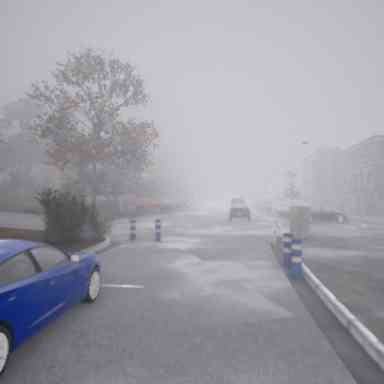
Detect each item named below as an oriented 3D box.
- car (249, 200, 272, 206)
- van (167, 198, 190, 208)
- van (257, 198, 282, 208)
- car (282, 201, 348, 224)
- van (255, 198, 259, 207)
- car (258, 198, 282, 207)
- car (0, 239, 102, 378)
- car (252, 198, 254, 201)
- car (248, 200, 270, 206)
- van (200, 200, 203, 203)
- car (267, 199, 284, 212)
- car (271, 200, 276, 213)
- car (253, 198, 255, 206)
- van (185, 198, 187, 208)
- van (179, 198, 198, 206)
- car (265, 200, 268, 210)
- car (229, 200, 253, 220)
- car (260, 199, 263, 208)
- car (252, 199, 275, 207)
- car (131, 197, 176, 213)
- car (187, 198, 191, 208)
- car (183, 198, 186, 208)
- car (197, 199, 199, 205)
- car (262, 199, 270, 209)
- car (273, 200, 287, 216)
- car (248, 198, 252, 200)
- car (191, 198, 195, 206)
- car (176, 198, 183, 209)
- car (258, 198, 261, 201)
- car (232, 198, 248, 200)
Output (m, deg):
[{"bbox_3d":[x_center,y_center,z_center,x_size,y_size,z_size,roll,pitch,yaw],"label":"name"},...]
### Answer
[{"bbox_3d":[17.747,2.803,85.888,5.366,1.575,1.946,1,-1,-13],"label":"car"},{"bbox_3d":[-2.706,2.144,67.648,4.442,1.987,1.878,0,-1,-13],"label":"van"},{"bbox_3d":[15.201,2.183,65.499,4.442,1.987,1.878,1,-1,-13],"label":"van"},{"bbox_3d":[10.474,1.794,27.614,4.892,1.521,2.231,1,-1,-13],"label":"car"},{"bbox_3d":[14.268,2.075,59.614,4.442,1.987,1.878,1,-1,-13],"label":"van"},{"bbox_3d":[13.319,2.162,50.906,4.892,1.521,2.231,1,-1,-13],"label":"car"},{"bbox_3d":[-3.075,1.493,5.351,2.097,1.535,5.008,0,0,6],"label":"car"},{"bbox_3d":[15.411,2.331,68.374,4.553,1.767,2.185,1,-1,-13],"label":"car"},{"bbox_3d":[18.456,2.925,91.704,5.366,1.575,1.946,1,-1,-13],"label":"car"},{"bbox_3d":[-0.345,2.481,85.241,4.442,1.987,1.878,0,-2,-13],"label":"van"},{"bbox_3d":[12.073,1.977,39.305,5.366,1.575,1.946,1,-1,-13],"label":"car"},{"bbox_3d":[11.542,1.971,36.344,4.674,1.452,2.002,1,-1,-13],"label":"car"},{"bbox_3d":[14.724,2.354,62.554,5.008,1.535,2.097,1,-1,-13],"label":"car"},{"bbox_3d":[-3.771,1.992,58.878,4.442,1.987,1.878,0,-1,-13],"label":"van"},{"bbox_3d":[-0.927,2.423,82.257,4.442,1.987,1.878,0,-1,-13],"label":"van"},{"bbox_3d":[12.251,2.063,42.168,4.674,1.452,2.002,1,-1,-13],"label":"car"},{"bbox_3d":[4.487,1.810,31.378,1.882,1.535,5.008,0,-1,8],"label":"car"},{"bbox_3d":[12.929,2.144,47.985,4.792,1.488,2.163,1,-1,-13],"label":"car"},{"bbox_3d":[16.538,2.499,77.111,4.553,1.767,2.185,1,-1,-13],"label":"car"},{"bbox_3d":[-5.413,1.732,44.309,5.566,2.045,2.435,0,-1,-13],"label":"car"},{"bbox_3d":[-3.295,2.267,61.828,4.892,1.521,2.231,0,-1,-13],"label":"car"},{"bbox_3d":[-4.043,2.199,55.976,4.792,1.488,2.163,0,-1,-13],"label":"car"},{"bbox_3d":[-1.526,2.572,76.441,4.674,1.452,2.002,0,-1,-13],"label":"car"},{"bbox_3d":[12.613,2.070,45.076,4.892,1.521,2.231,1,-1,-13],"label":"car"},{"bbox_3d":[11.193,1.886,33.432,4.892,1.521,2.231,1,-1,-13],"label":"car"},{"bbox_3d":[16.180,2.317,74.213,5.566,2.045,2.435,1,-1,-13],"label":"car"},{"bbox_3d":[-2.767,2.313,64.795,5.366,1.575,1.946,0,-1,-13],"label":"car"},{"bbox_3d":[-4.343,1.996,53.071,4.553,1.767,2.185,0,-1,-13],"label":"car"},{"bbox_3d":[13.700,2.083,53.823,4.553,1.767,2.185,1,-1,-13],"label":"car"},{"bbox_3d":[6.811,1.853,49.772,2.150,2.045,5.566,0,-1,7],"label":"car"}]
